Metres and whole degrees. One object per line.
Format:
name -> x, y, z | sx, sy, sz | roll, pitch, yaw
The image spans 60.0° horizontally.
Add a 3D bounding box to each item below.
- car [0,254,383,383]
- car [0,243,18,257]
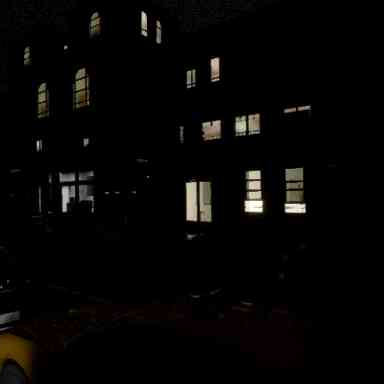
car -> -0.039, 1.523, 2.919 | 4.829, 1.417, 1.752 | 0, -1, 36
car -> -4.361, 1.550, 6.001 | 4.403, 1.369, 2.008 | 0, -1, 36
